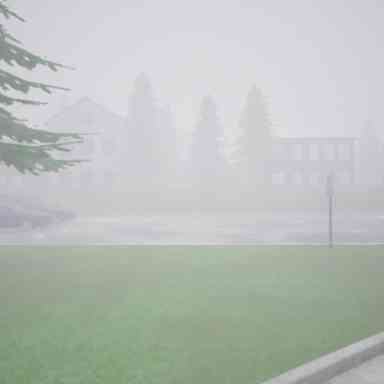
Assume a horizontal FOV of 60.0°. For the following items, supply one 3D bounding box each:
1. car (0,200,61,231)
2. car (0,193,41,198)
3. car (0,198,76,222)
[{"bbox_3d":[-10.622,1.402,19.242,5.008,1.535,1.882,0,0,2],"label":"car"},{"bbox_3d":[-13.148,1.108,26.315,5.566,2.045,2.150,0,0,1],"label":"car"},{"bbox_3d":[-10.534,1.374,22.741,5.008,1.535,1.882,0,0,2],"label":"car"}]
